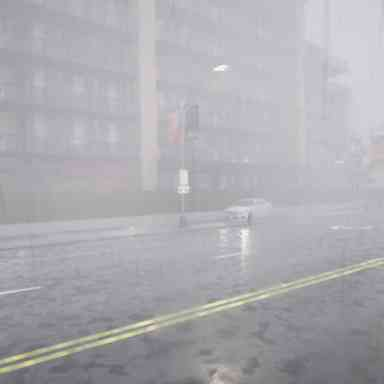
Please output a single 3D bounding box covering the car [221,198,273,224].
[{"bbox_3d":[3.702,1.148,21.594,1.812,1.442,4.674,-1,0,37],"label":"car"}]
